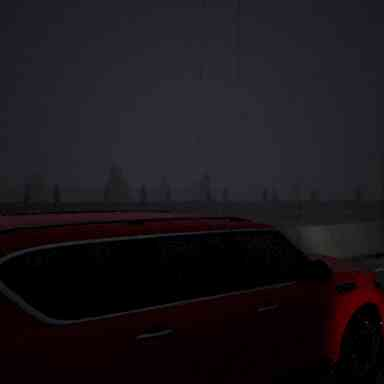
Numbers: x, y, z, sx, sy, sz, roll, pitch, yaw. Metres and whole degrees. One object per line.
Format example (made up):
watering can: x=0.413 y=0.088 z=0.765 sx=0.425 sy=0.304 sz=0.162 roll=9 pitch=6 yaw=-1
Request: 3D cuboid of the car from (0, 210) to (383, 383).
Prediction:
car: x=-0.012 y=1.237 z=3.735 sx=5.566 sy=2.045 sz=2.150 roll=1 pitch=0 yaw=-35

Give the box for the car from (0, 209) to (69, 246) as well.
car: x=-8.085 y=1.580 z=15.338 sx=4.181 sy=1.385 sz=1.994 roll=1 pitch=0 yaw=-35
